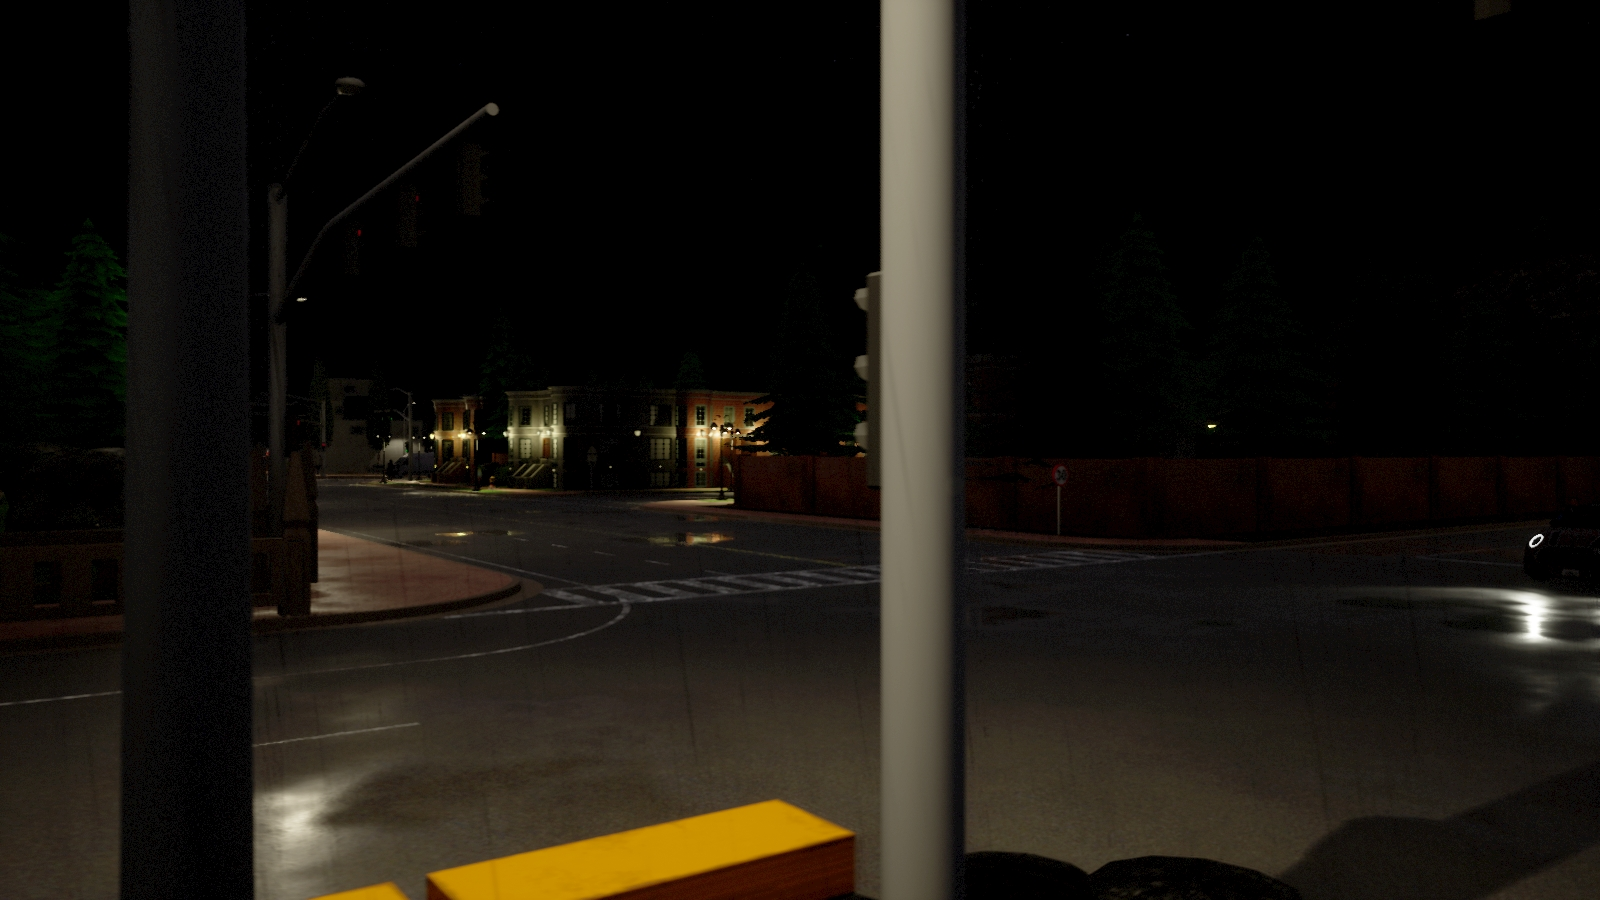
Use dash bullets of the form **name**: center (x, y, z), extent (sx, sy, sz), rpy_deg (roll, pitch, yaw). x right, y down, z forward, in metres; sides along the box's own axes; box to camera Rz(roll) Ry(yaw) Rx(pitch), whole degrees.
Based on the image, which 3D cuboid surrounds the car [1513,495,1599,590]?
- **car**: center (17.549, 1.926, 24.631), extent (4.553, 1.767, 2.097), rpy_deg (0, 0, -35)
